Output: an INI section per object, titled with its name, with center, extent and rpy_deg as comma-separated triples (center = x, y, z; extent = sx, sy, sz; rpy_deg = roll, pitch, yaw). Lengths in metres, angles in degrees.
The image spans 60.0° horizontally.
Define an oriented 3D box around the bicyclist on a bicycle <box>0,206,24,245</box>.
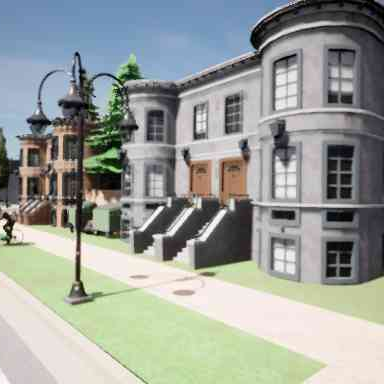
[bicyclist on a bicycle]
center = -7.602, 1.385, 13.324
extent = 1.656, 1.620, 0.582
rpy_deg = 1, -1, -41
